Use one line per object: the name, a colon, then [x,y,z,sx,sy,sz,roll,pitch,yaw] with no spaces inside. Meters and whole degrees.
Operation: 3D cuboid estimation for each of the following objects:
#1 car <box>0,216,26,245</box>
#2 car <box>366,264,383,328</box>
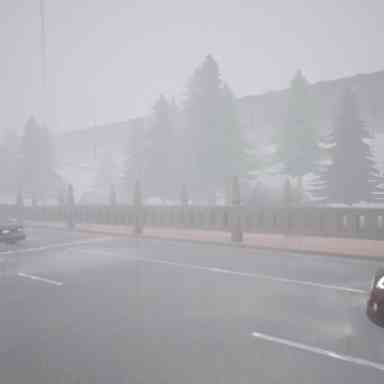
car: [-9.767,1.721,15.273,5.357,1.411,2.033,-1,0,36]
car: [5.043,1.337,4.702,4.553,1.767,2.097,-1,0,35]
